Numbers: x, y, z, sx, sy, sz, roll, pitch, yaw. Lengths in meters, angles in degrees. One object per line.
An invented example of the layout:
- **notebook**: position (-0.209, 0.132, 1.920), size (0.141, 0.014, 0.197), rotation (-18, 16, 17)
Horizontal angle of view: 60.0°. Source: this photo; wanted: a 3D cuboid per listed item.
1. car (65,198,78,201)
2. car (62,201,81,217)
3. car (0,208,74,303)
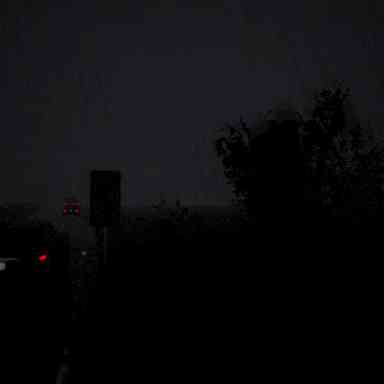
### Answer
- **car**: position (-16.950, 1.856, 46.672), size (2.150, 2.045, 5.566), rotation (1, -1, -21)
- **car**: position (-13.365, 2.041, 36.889), size (2.033, 1.411, 5.357), rotation (1, -1, -19)
- **car**: position (-4.283, 1.457, 8.336), size (2.097, 1.767, 4.553), rotation (0, -1, -16)
